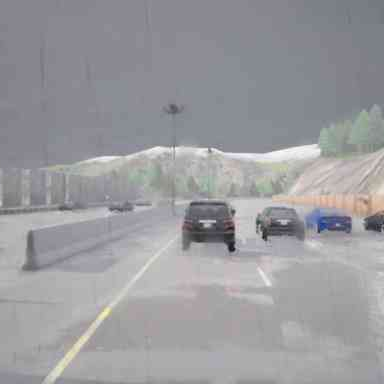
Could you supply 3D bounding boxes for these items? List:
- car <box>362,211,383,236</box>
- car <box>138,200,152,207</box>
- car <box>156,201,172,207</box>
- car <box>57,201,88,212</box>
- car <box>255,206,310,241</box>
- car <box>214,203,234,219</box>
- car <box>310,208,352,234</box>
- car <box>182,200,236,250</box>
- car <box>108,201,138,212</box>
[{"bbox_3d":[11.929,1.821,20.060,1.994,1.385,4.181,0,-1,7],"label":"car"},{"bbox_3d":[-9.284,2.168,64.487,1.994,1.385,4.181,0,-1,11],"label":"car"},{"bbox_3d":[-4.299,2.071,53.051,1.994,1.385,4.181,0,0,11],"label":"car"},{"bbox_3d":[-16.274,1.925,45.681,2.033,1.411,5.357,0,-1,10],"label":"car"},{"bbox_3d":[4.681,1.556,18.226,2.097,1.767,4.553,0,-1,6],"label":"car"},{"bbox_3d":[3.438,1.890,34.919,1.812,1.442,4.674,0,0,9],"label":"car"},{"bbox_3d":[8.536,1.730,21.203,1.882,1.535,5.008,0,0,7],"label":"car"},{"bbox_3d":[0.828,1.380,15.263,2.150,2.045,5.566,0,0,5],"label":"car"},{"bbox_3d":[-9.383,1.946,44.476,2.033,1.411,5.357,0,-1,10],"label":"car"}]
